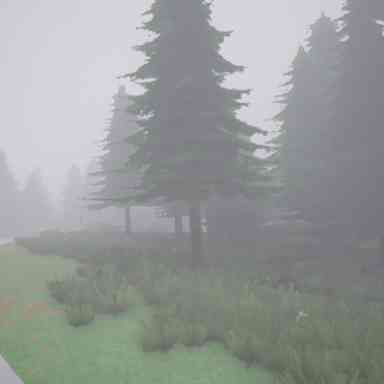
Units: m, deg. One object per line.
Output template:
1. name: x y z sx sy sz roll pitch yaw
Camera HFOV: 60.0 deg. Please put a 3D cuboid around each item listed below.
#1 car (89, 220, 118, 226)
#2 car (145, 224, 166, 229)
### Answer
1. car: -9.289 3.861 35.926 2.128 1.511 4.902 -5 -9 22
2. car: -5.893 5.304 46.861 1.882 1.535 5.008 -7 -10 43
